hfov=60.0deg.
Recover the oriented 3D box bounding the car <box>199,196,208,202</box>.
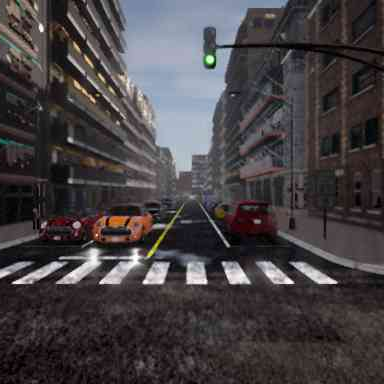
[{"bbox_3d":[2.694,1.575,77.048,1.887,1.381,4.507,0,0,0],"label":"car"}]

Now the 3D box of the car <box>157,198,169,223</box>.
[{"bbox_3d":[-3.097,1.489,25.724,1.837,1.490,4.892,0,0,0],"label":"car"}]

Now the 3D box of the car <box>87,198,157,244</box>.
[{"bbox_3d":[-3.103,1.340,15.735,2.097,1.767,4.553,0,0,0],"label":"car"}]

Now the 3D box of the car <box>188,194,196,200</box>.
[{"bbox_3d":[0.007,1.573,90.533,1.812,1.442,4.674,0,0,0],"label":"car"}]

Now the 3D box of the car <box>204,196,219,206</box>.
[{"bbox_3d":[2.691,1.530,38.231,1.887,1.381,4.507,0,0,0],"label":"car"}]

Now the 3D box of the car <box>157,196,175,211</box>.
[{"bbox_3d":[-3.077,1.491,41.066,1.837,1.490,4.892,0,0,0],"label":"car"}]

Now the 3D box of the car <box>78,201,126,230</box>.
[{"bbox_3d":[-5.690,1.427,21.594,1.967,1.590,4.097,0,0,0],"label":"car"}]

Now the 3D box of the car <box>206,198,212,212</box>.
[{"bbox_3d":[2.691,1.551,32.685,1.947,1.339,4.313,0,0,0],"label":"car"}]

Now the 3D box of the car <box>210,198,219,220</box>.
[{"bbox_3d":[2.691,1.511,27.310,1.752,1.417,4.829,0,0,0],"label":"car"}]

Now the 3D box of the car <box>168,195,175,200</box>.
[{"bbox_3d":[-5.686,1.647,93.661,1.802,1.307,4.206,0,0,0],"label":"car"}]

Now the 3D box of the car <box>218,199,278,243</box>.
[{"bbox_3d":[2.690,1.303,16.047,2.192,1.841,5.009,0,0,0],"label":"car"}]

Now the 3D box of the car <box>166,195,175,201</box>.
[{"bbox_3d":[-5.686,1.618,88.119,1.947,1.339,4.313,0,0,0],"label":"car"}]

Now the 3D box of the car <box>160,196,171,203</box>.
[{"bbox_3d":[-5.687,1.566,71.487,1.887,1.381,4.507,0,0,0],"label":"car"}]

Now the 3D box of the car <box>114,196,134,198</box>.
[{"bbox_3d":[-5.690,1.301,27.138,2.192,1.841,5.009,0,0,0],"label":"car"}]

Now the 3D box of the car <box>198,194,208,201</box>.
[{"bbox_3d":[2.692,1.355,82.595,2.192,1.841,5.009,0,0,0],"label":"car"}]

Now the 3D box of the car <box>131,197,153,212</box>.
[{"bbox_3d":[-5.689,1.425,38.225,1.967,1.590,4.097,0,0,0],"label":"car"}]

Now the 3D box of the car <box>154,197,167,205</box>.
[{"bbox_3d":[-5.688,1.550,60.399,1.887,1.381,4.507,0,0,0],"label":"car"}]

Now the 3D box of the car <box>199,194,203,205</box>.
[{"bbox_3d":[2.692,1.437,54.866,1.967,1.590,4.097,0,0,0],"label":"car"}]

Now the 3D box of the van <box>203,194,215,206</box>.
[{"bbox_3d":[2.691,1.328,43.777,1.690,1.788,3.998,0,0,0],"label":"van"}]

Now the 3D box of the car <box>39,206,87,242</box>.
[{"bbox_3d":[-5.691,1.428,16.049,1.967,1.590,4.097,0,0,0],"label":"car"}]
